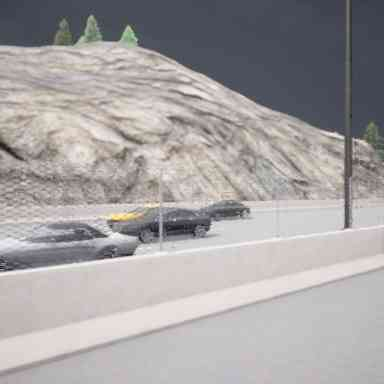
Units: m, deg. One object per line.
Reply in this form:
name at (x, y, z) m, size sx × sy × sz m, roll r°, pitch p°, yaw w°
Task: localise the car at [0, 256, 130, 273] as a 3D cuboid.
car at (-4.075, 1.600, 9.685) m, size 4.718 × 1.301 × 1.895 m, roll 0°, pitch 0°, yaw -36°
